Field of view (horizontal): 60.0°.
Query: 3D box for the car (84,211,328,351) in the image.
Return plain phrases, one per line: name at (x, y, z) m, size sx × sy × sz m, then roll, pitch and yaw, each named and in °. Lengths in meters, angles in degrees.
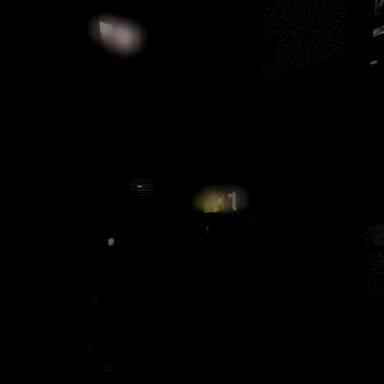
car at (0.588, 1.356, 6.481) m, size 5.009 × 1.841 × 2.192 m, roll 1°, pitch 1°, yaw -35°
